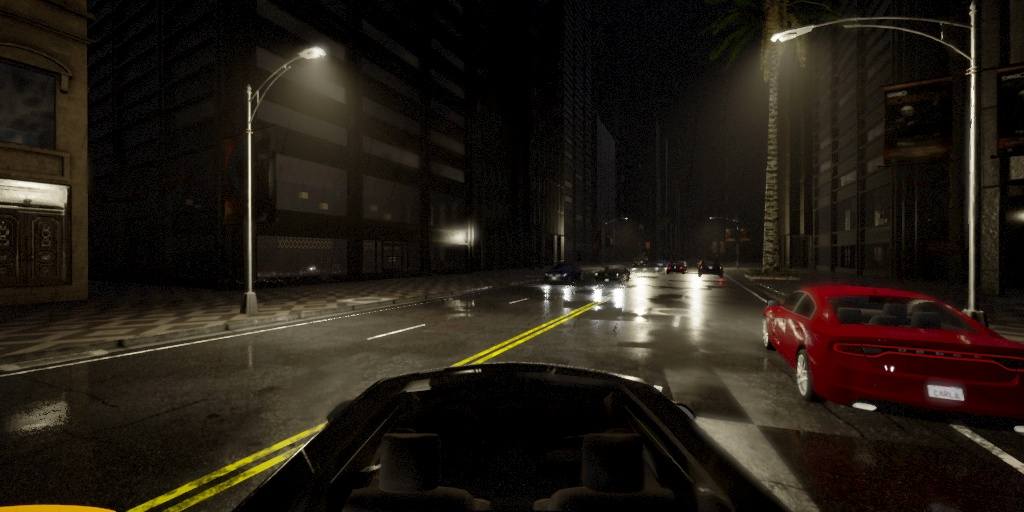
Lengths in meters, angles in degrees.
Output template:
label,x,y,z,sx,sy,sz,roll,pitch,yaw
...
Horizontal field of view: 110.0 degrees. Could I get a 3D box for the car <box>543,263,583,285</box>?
label,x,y,z,sx,sy,sz,roll,pitch,yaw
car,3.967,1.282,26.841,1.812,1.442,4.674,0,0,27

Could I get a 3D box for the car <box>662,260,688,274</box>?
label,x,y,z,sx,sy,sz,roll,pitch,yaw
car,18.638,1.317,40.721,2.033,1.411,5.357,0,0,27

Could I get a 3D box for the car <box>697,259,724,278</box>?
label,x,y,z,sx,sy,sz,roll,pitch,yaw
car,19.280,1.117,34.899,2.097,1.767,4.553,0,0,27

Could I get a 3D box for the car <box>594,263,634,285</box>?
label,x,y,z,sx,sy,sz,roll,pitch,yaw
car,7.521,1.358,26.648,1.895,1.301,4.718,0,0,27

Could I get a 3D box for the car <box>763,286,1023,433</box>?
label,x,y,z,sx,sy,sz,roll,pitch,yaw
car,5.512,1.228,5.819,1.882,1.535,5.008,0,0,27
